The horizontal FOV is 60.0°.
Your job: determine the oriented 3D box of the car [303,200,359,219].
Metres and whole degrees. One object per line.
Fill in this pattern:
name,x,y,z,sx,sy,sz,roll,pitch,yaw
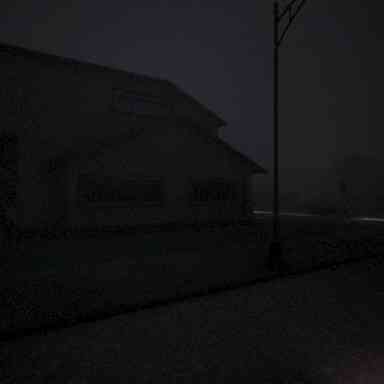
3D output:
car,12.303,1.505,29.764,1.837,1.490,4.892,0,0,-35
